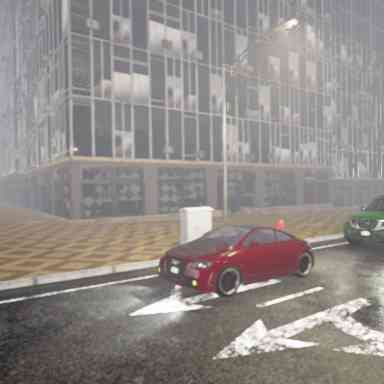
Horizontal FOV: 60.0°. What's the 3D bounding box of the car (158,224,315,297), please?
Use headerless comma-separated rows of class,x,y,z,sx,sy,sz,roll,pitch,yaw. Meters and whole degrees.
car,1.241,1.537,8.542,4.181,1.385,1.994,0,0,-35

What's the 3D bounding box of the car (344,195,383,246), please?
car,8.611,1.147,13.762,5.566,2.045,2.150,0,0,-35
